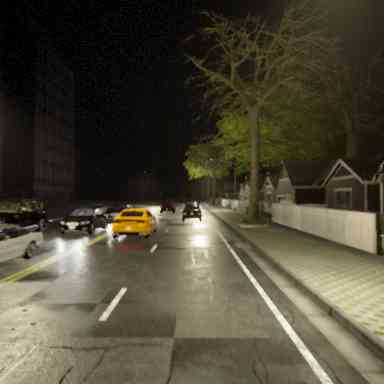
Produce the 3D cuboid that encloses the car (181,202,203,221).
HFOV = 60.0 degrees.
[{"bbox_3d":[0.007,1.889,30.494,2.033,1.411,5.357,0,-1,0],"label":"car"}]

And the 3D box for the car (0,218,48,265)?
[{"bbox_3d":[-6.591,1.716,10.469,1.895,1.301,4.718,0,-1,0],"label":"car"}]

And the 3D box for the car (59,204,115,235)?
[{"bbox_3d":[-6.582,1.721,20.676,2.128,1.511,4.902,0,-1,0],"label":"car"}]

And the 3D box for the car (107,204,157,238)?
[{"bbox_3d":[-3.148,1.687,18.982,1.882,1.535,5.008,0,-1,0],"label":"car"}]

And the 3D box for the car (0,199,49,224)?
[{"bbox_3d":[-9.836,1.424,18.128,2.150,2.045,5.566,0,-1,0],"label":"car"}]

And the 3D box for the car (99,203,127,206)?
[{"bbox_3d":[-6.498,1.853,30.226,2.128,1.511,4.902,0,-1,0],"label":"car"}]

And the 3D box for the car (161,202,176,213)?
[{"bbox_3d":[-3.146,2.032,44.370,1.812,1.442,4.674,0,-1,0],"label":"car"}]
